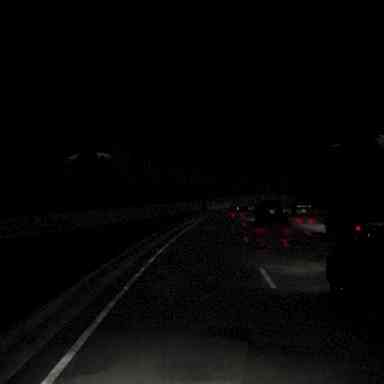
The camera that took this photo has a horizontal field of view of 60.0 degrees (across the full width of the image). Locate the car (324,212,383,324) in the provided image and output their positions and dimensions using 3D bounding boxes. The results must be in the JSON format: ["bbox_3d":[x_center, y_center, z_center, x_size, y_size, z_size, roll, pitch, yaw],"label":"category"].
[{"bbox_3d":[3.792,1.238,4.484,2.150,2.045,5.566,0,0,1],"label":"car"}]

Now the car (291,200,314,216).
[{"bbox_3d":[11.130,1.591,33.749,2.128,1.511,4.902,0,0,13],"label":"car"}]

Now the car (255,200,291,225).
[{"bbox_3d":[5.815,1.424,24.843,2.097,1.767,4.553,0,0,8],"label":"car"}]

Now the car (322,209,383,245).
[{"bbox_3d":[8.198,1.651,16.794,1.895,1.301,4.718,0,0,7],"label":"car"}]

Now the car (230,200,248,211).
[{"bbox_3d":[6.142,1.726,42.648,1.895,1.301,4.718,0,0,15],"label":"car"}]
